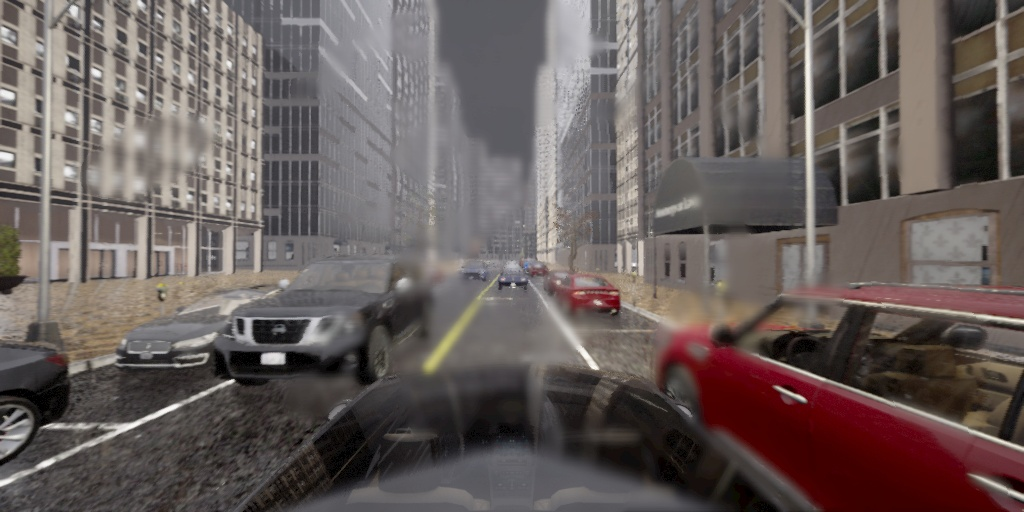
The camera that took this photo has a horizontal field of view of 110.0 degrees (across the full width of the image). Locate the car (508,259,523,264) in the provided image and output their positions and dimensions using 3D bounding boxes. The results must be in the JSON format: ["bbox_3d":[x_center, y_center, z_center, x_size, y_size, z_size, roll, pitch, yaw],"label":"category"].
[{"bbox_3d":[0.096,1.447,47.086,1.812,1.442,4.674,0,0,0],"label":"car"}]

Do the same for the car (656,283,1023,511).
[{"bbox_3d":[2.692,1.066,2.159,2.192,1.841,5.009,0,0,0],"label":"car"}]

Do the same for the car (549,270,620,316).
[{"bbox_3d":[2.692,1.341,13.441,1.888,1.381,4.507,0,0,0],"label":"car"}]

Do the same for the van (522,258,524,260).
[{"bbox_3d":[2.689,1.283,52.931,1.690,1.789,3.998,0,0,0],"label":"van"}]

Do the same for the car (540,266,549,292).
[{"bbox_3d":[2.691,1.399,19.083,1.802,1.307,4.207,0,0,0],"label":"car"}]

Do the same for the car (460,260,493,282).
[{"bbox_3d":[-3.040,1.212,30.212,2.097,1.767,4.553,0,0,1],"label":"car"}]

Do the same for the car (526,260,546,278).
[{"bbox_3d":[2.690,1.425,36.007,1.888,1.381,4.507,0,0,0],"label":"car"}]

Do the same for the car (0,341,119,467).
[{"bbox_3d":[-5.687,1.319,2.116,1.948,1.339,4.313,0,0,0],"label":"car"}]

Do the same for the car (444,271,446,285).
[{"bbox_3d":[-5.689,1.386,24.686,1.888,1.381,4.507,0,0,0],"label":"car"}]

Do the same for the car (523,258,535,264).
[{"bbox_3d":[2.690,1.341,41.649,1.967,1.591,4.097,0,0,0],"label":"car"}]

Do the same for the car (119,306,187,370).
[{"bbox_3d":[-5.689,1.326,7.758,2.007,1.370,4.403,0,0,0],"label":"car"}]

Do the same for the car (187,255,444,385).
[{"bbox_3d":[-3.091,0.996,7.415,2.150,2.045,5.566,0,0,0],"label":"car"}]

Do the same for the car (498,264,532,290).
[{"bbox_3d":[0.077,1.436,23.511,1.895,1.301,4.718,0,0,0],"label":"car"}]
